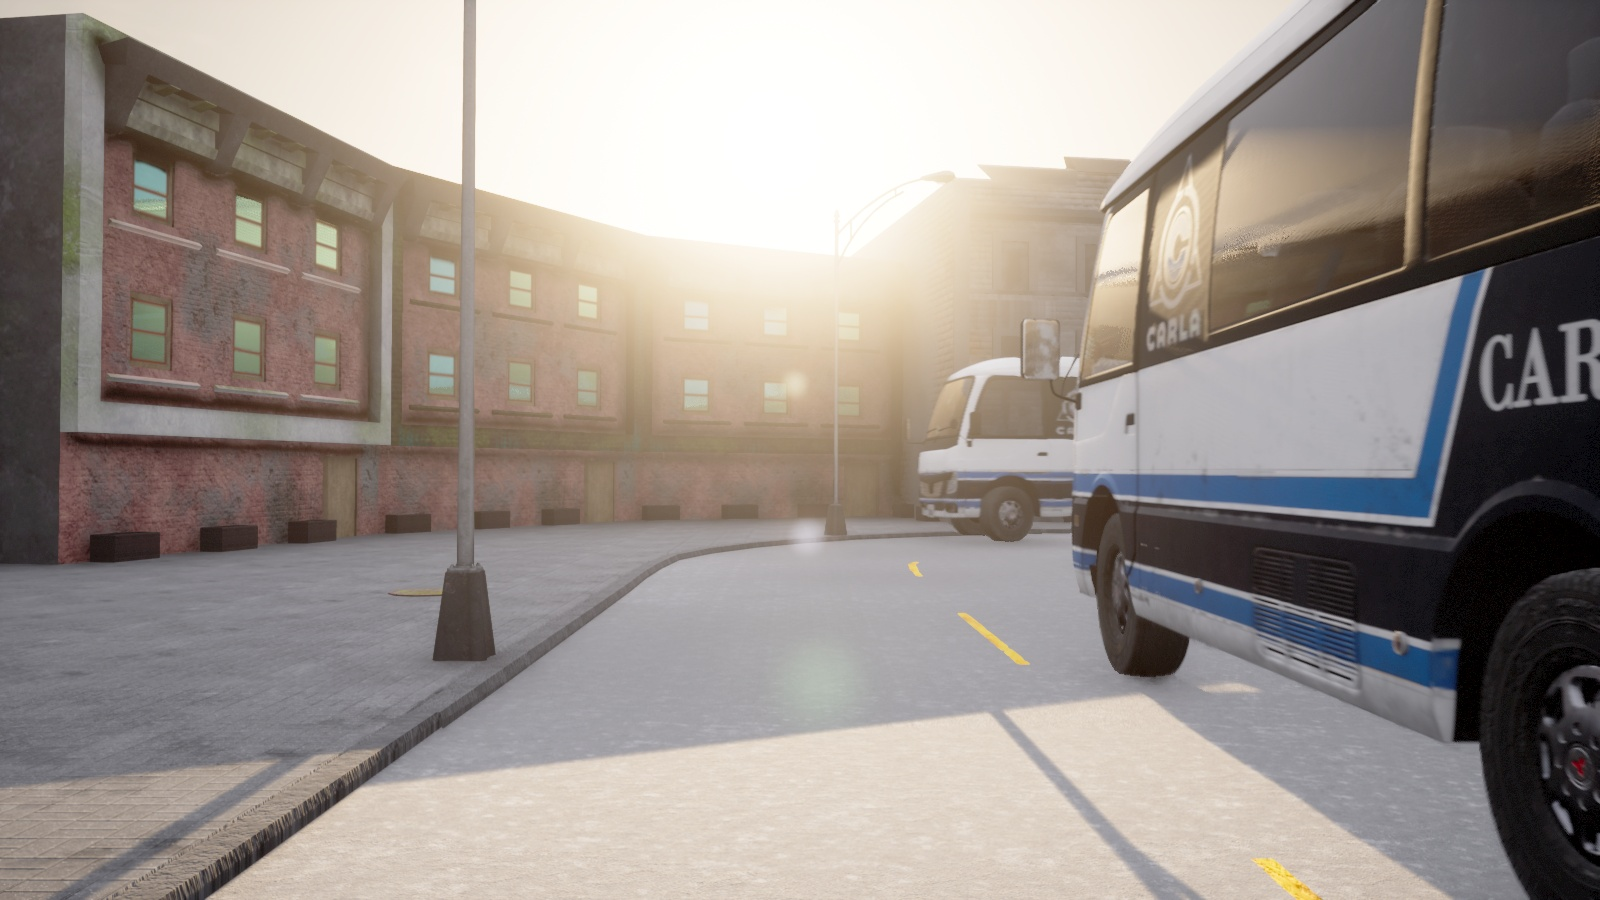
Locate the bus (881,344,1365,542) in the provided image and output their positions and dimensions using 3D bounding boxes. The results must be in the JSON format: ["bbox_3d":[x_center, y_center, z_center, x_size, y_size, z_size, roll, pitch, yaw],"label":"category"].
[{"bbox_3d":[7.362,-0.094,29.628,10.273,4.253,3.944,0,-2,-8],"label":"bus"}]

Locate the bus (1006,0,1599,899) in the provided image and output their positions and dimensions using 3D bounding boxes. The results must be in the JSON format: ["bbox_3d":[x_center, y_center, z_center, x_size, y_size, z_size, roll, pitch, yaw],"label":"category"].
[{"bbox_3d":[3.951,-0.466,6.688,3.944,4.253,10.273,0,-1,0],"label":"bus"}]
